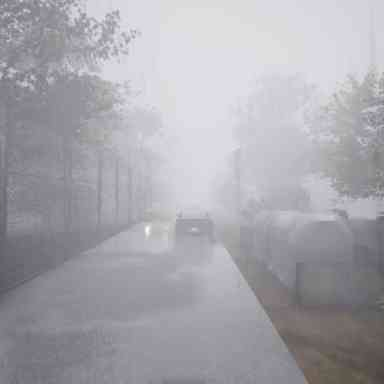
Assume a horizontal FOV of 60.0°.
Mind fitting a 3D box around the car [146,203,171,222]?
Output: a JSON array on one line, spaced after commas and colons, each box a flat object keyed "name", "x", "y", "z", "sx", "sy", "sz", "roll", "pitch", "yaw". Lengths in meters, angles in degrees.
[{"name": "car", "x": -2.801, "y": 1.730, "z": 28.940, "sx": 1.882, "sy": 1.535, "sz": 5.008, "roll": 0, "pitch": -1, "yaw": 0}]

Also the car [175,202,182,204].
[{"name": "car", "x": -2.444, "y": 2.770, "z": 69.579, "sx": 1.882, "sy": 1.535, "sz": 5.008, "roll": 0, "pitch": -2, "yaw": 1}]

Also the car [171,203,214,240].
[{"name": "car", "x": 0.114, "y": 1.581, "z": 17.643, "sx": 1.882, "sy": 1.535, "sz": 5.008, "roll": 0, "pitch": -1, "yaw": 0}]
